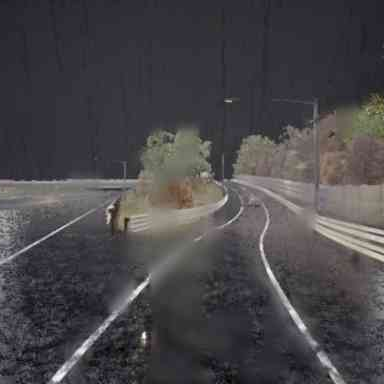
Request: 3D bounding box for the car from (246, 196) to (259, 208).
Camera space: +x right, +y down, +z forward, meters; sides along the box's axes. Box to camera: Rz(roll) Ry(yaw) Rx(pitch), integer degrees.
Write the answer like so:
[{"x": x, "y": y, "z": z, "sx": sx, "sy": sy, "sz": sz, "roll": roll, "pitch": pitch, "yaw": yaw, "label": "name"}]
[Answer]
[{"x": 9.993, "y": 1.793, "z": 54.407, "sx": 1.895, "sy": 1.301, "sz": 4.718, "roll": 0, "pitch": 2, "yaw": 9, "label": "car"}]
